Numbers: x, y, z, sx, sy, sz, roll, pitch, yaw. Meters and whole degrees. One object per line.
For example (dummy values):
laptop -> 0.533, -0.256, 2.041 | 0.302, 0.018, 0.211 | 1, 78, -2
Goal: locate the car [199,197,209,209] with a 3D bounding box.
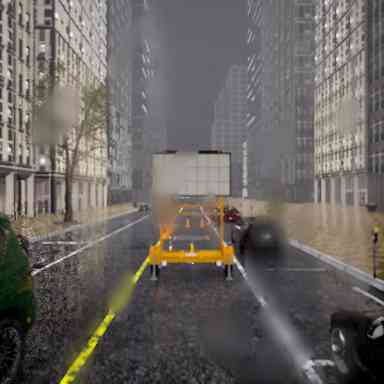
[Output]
car -> 2.614, 1.911, 53.422 | 1.887, 1.381, 4.507 | -1, 0, 0

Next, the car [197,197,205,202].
car -> 2.564, 2.172, 92.920 | 2.008, 1.369, 4.403 | -1, 0, 0

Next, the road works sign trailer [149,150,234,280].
road works sign trailer -> -0.011, 0.536, 10.191 | 2.380, 3.560, 2.880 | 0, 0, 0

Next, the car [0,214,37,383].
car -> -3.101, 1.237, 2.133 | 2.150, 2.045, 5.566 | 0, 0, 0

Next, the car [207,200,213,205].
car -> 2.643, 1.740, 31.021 | 1.752, 1.417, 4.829 | -1, 0, 0

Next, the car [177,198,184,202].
car -> -3.117, 2.215, 91.737 | 1.895, 1.301, 4.718 | 0, 0, 0

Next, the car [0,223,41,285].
car -> -5.708, 1.624, 8.267 | 1.947, 1.339, 4.313 | -1, 0, 0

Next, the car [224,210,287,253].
car -> 2.666, 1.664, 13.923 | 1.947, 1.339, 4.313 | -1, 0, 0

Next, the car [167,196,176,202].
car -> -5.820, 1.936, 92.887 | 2.192, 1.841, 5.009 | -1, 0, 0

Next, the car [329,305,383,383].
car -> 2.680, 1.585, 2.637 | 1.947, 1.339, 4.313 | -1, 0, 0

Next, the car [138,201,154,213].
car -> -5.751, 1.840, 42.114 | 2.008, 1.369, 4.403 | -1, 0, 0

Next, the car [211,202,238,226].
car -> 2.651, 1.720, 25.208 | 1.887, 1.381, 4.507 | -1, 0, 0

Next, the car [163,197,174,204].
car -> -5.795, 2.038, 75.792 | 1.752, 1.417, 4.829 | -1, 0, 0

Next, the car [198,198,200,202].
car -> 2.586, 2.065, 75.992 | 2.008, 1.369, 4.403 | -1, 0, 0
